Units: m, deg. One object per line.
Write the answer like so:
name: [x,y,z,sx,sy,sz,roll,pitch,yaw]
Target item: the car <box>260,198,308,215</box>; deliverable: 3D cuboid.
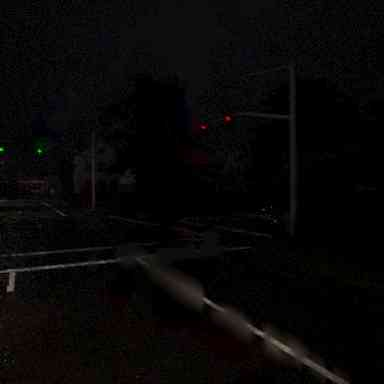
car: [8.221,1.233,29.635,4.674,1.442,1.812,-1,1,-27]
